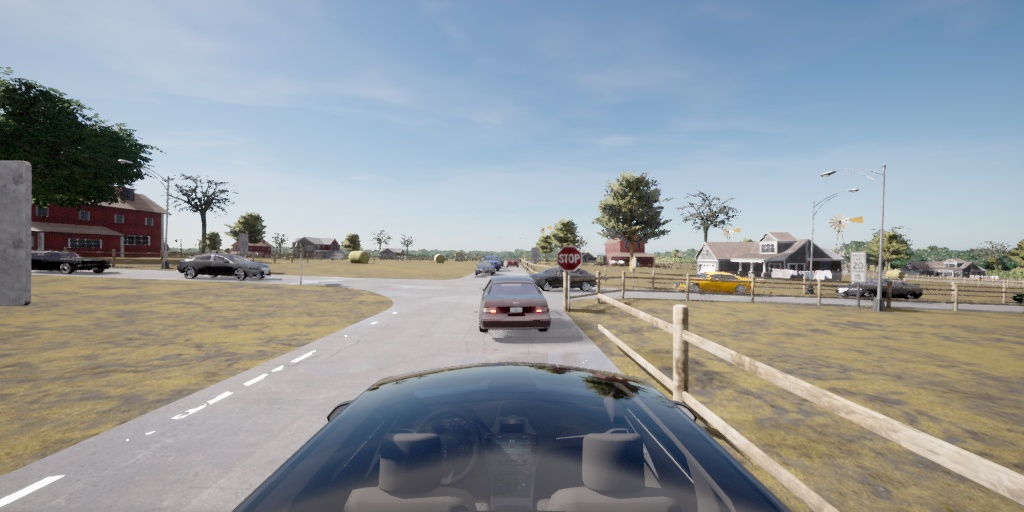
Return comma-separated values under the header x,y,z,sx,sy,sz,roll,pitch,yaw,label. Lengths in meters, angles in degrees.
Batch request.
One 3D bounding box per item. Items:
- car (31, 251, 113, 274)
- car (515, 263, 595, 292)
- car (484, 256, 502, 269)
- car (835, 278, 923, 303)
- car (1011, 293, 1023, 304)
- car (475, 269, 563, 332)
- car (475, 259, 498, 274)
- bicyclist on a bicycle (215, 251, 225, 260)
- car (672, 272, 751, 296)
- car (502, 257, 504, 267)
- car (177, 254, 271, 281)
x,y,z,sx,sy,sz,roll,pitch,yaw,label
-27.348,0.366,21.619,4.718,1.301,1.895,2,0,0,car
2.937,1.413,22.428,4.892,1.490,1.837,2,0,-26,car
-2.813,0.991,48.314,2.150,2.045,5.566,0,0,0,car
25.062,2.282,24.600,4.902,1.511,2.128,2,0,0,car
37.678,2.913,24.592,4.718,1.301,1.895,2,0,0,car
-0.029,1.299,10.822,2.033,1.411,5.357,0,0,-3,car
-2.831,1.289,38.351,1.812,1.442,4.674,0,0,0,car
-22.604,0.406,27.605,0.582,1.620,1.656,2,0,0,bicyclist on a bicycle
13.674,1.815,24.592,5.008,1.535,1.882,3,0,0,car
-2.803,1.134,58.374,2.097,1.767,4.553,0,0,0,car
-17.245,0.630,21.623,4.902,1.511,2.128,2,0,0,car
